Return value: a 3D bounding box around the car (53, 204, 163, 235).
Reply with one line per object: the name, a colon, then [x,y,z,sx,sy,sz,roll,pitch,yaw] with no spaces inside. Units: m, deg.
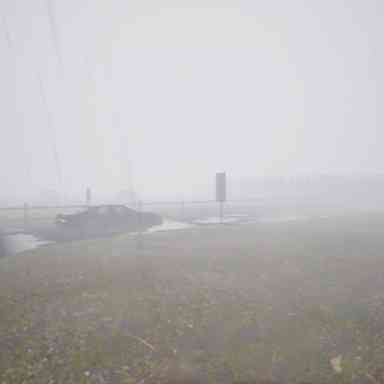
car: [-4.207,1.321,17.093,5.357,1.411,2.033,-1,0,-34]
